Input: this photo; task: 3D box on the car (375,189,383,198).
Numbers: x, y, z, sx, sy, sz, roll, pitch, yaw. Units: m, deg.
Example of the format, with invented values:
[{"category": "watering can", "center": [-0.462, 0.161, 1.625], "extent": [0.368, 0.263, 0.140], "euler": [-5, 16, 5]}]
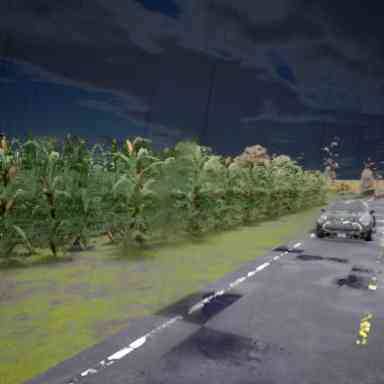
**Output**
[{"category": "car", "center": [32.944, 0.317, 57.681], "extent": [2.097, 1.767, 4.553], "euler": [0, 1, 31]}]

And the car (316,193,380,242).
[{"category": "car", "center": [7.054, 1.099, 15.017], "extent": [2.097, 1.767, 4.553], "euler": [0, 1, 31]}]
